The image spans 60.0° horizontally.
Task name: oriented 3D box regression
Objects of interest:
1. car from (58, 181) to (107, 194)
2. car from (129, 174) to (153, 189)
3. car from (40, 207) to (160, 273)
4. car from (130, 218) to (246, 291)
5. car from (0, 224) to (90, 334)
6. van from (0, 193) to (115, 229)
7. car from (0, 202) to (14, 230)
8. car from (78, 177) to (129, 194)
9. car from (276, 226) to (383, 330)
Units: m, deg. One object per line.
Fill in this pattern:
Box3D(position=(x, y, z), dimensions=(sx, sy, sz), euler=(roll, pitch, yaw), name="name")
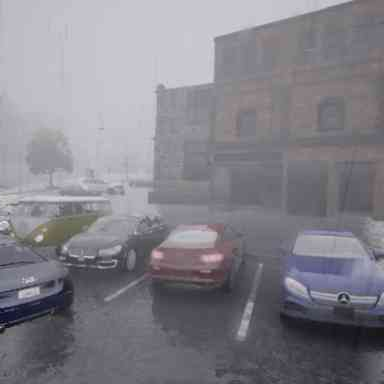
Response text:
Box3D(position=(-12.256, -0.073, 36.464), dimensions=(4.674, 1.452, 2.002), euler=(1, 6, 8), name="car")
Box3D(position=(-6.518, -1.268, 47.034), dimensions=(4.892, 1.521, 2.231), euler=(1, 6, 8), name="car")
Box3D(position=(-2.128, 1.407, 10.564), dimensions=(2.231, 1.521, 4.892), euler=(1, 0, 14), name="car")
Box3D(position=(0.344, 1.474, 8.833), dimensions=(2.002, 1.452, 4.674), euler=(1, 0, 15), name="car")
Box3D(position=(-4.128, 1.497, 6.220), dimensions=(4.181, 1.385, 1.994), euler=(0, 0, 35), name="car")
Box3D(position=(-4.645, 1.150, 12.154), dimensions=(1.878, 1.987, 4.442), euler=(1, 0, 14), name="van")
Box3D(position=(-12.022, 1.326, 17.426), dimensions=(2.163, 1.488, 4.792), euler=(0, 0, 13), name="car")
Box3D(position=(-10.797, -0.652, 39.077), dimensions=(5.566, 2.045, 2.435), euler=(1, 6, 8), name="car")
Box3D(position=(2.822, 1.504, 7.099), dimensions=(2.002, 1.452, 4.674), euler=(1, 0, 15), name="car")
